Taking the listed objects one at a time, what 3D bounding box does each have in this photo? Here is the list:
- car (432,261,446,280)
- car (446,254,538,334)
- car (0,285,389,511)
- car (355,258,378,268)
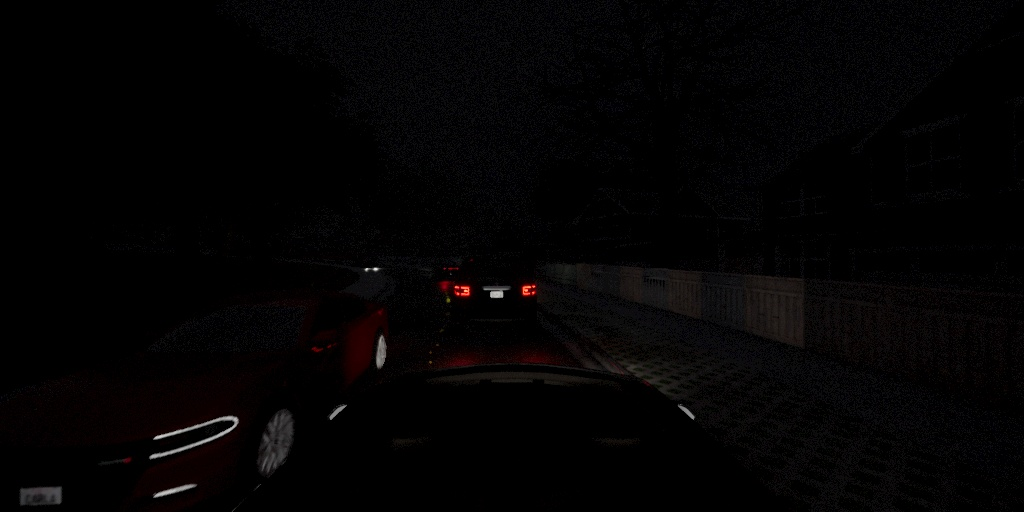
[{"bbox_3d":[-5.498,1.170,29.957,2.128,1.511,4.902,0,0,-20],"label":"car"},{"bbox_3d":[-0.658,0.972,10.867,2.150,2.045,5.566,0,0,-7],"label":"car"},{"bbox_3d":[-3.111,1.227,4.733,1.882,1.535,5.008,0,0,-4],"label":"car"},{"bbox_3d":[-20.867,0.930,51.226,2.033,1.411,5.357,0,1,-39],"label":"car"}]
